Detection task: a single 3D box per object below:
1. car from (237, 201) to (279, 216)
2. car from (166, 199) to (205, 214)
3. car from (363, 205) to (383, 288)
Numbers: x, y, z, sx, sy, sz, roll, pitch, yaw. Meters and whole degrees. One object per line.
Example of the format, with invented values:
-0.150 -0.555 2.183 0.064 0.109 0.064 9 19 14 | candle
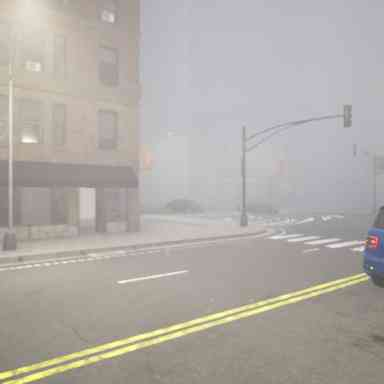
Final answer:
6.510 1.556 33.149 1.994 1.385 4.181 0 0 -45 | car
-0.713 1.490 35.518 1.837 1.490 4.892 0 0 -45 | car
6.313 1.221 8.076 5.566 2.045 2.150 0 0 -38 | car
